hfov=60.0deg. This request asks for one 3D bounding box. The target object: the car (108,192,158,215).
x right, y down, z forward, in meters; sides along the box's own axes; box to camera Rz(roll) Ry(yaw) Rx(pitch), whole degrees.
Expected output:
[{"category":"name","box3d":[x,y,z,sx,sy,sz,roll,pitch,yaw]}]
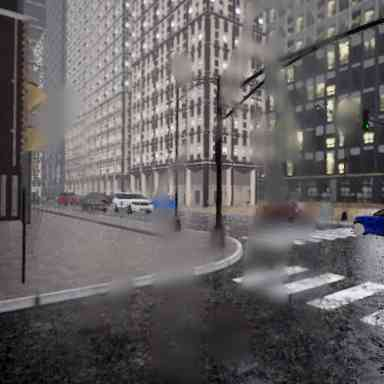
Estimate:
[{"category":"car","box3d":[-5.809,1.046,32.211,2.150,2.045,5.566,1,0,-35]}]

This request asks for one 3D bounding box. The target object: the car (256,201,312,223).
[{"category":"car","box3d":[6.692,1.354,24.602,1.967,1.590,4.097,1,0,-35]}]

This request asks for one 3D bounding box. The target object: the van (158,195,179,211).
[{"category":"van","box3d":[-3.118,1.231,38.419,1.690,1.788,3.998,1,0,-35]}]

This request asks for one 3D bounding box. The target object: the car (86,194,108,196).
[{"category":"car","box3d":[-13.627,1.367,48.658,1.812,1.442,4.674,1,0,-35]}]

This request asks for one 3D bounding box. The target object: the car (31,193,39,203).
[{"category":"car","box3d":[-29.572,1.069,61.202,2.192,1.841,5.009,1,0,-35]}]

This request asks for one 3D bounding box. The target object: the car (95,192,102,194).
[{"category":"car","box3d":[-13.501,1.226,53.771,2.097,1.767,4.553,1,0,-35]}]

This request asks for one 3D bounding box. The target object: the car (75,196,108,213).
[{"category":"car","box3d":[-9.953,1.341,33.567,2.008,1.369,4.403,1,0,-35]}]

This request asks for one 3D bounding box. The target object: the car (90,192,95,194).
[{"category":"car","box3d":[-17.592,1.094,59.524,2.150,2.045,5.566,1,0,-35]}]

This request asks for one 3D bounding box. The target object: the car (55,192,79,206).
[{"category":"car","box3d":[-18.536,1.006,50.305,2.150,2.045,5.566,1,-1,-35]}]

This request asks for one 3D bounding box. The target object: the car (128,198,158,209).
[{"category":"car","box3d":[-6.391,1.433,43.024,2.008,1.369,4.403,1,0,-35]}]

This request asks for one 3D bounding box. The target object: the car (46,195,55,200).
[{"category":"car","box3d":[-35.824,1.420,84.474,1.802,1.307,4.206,1,0,-35]}]

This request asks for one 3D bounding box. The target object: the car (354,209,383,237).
[{"category":"car","box3d":[9.099,1.363,14.481,1.882,1.535,5.008,1,0,-6]}]
